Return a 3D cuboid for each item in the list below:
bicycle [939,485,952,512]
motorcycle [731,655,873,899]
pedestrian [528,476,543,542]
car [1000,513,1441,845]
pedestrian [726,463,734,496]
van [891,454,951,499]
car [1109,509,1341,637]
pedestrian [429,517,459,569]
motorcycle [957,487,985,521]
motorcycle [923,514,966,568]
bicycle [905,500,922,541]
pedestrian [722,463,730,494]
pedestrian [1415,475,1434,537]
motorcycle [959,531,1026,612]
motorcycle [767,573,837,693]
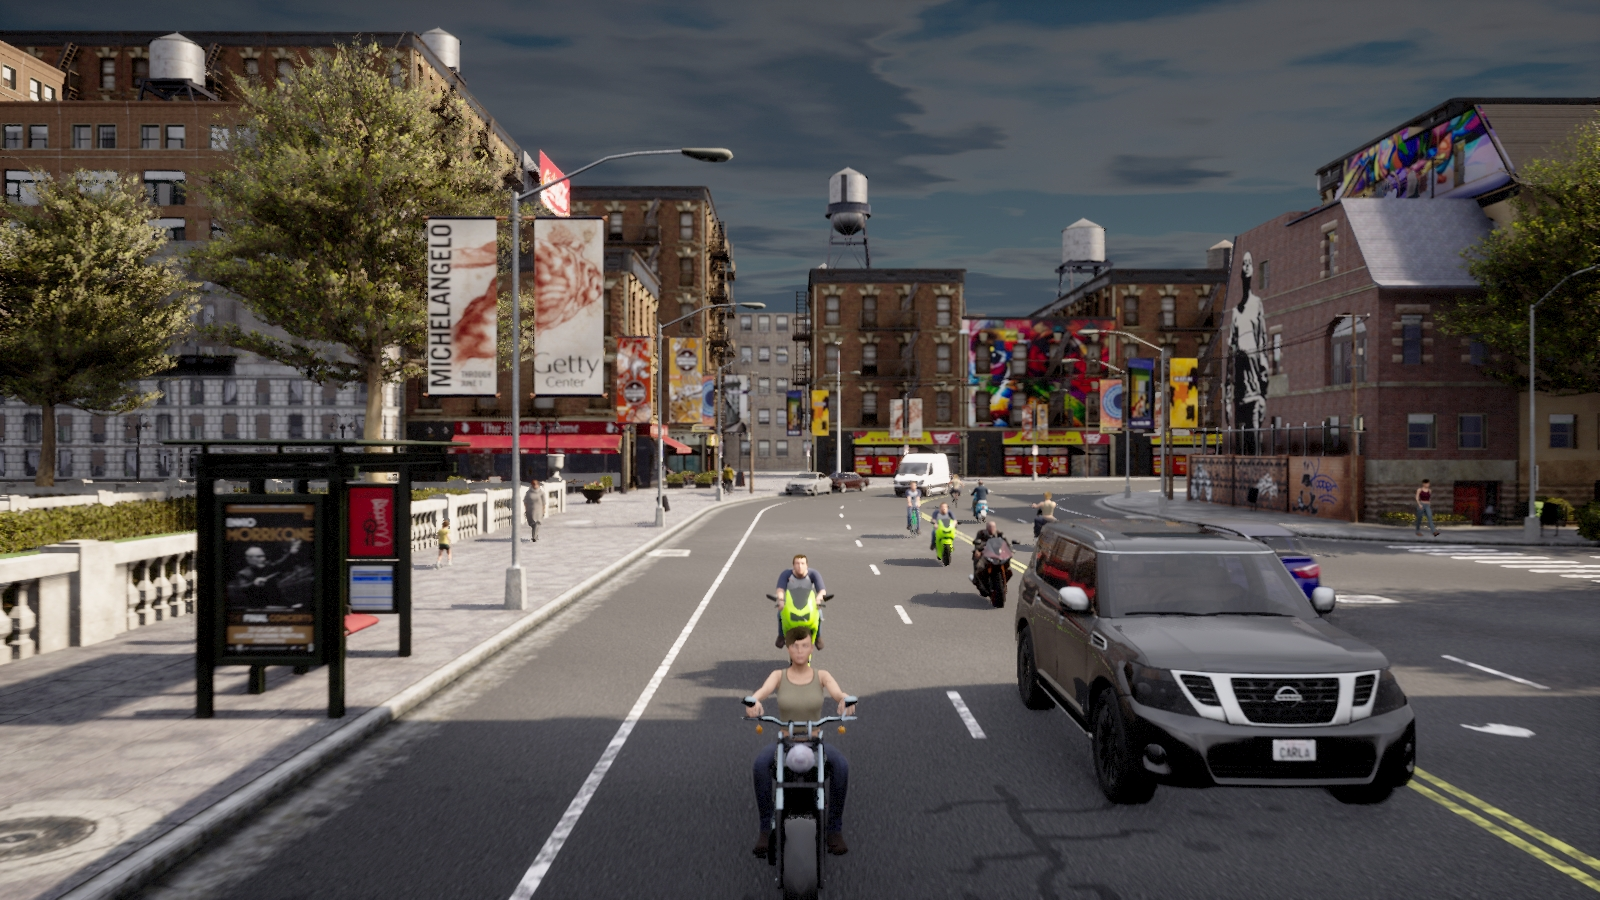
[{"bbox_3d":[6.614,2.193,51.982,0.373,1.196,1.643,0,0,0],"label":"bicycle"},{"bbox_3d":[0.010,2.168,7.331,0.764,1.277,2.356,0,0,0],"label":"motorcycle"},{"bbox_3d":[-7.575,1.688,32.739,0.375,1.860,0.375,0,0,-4],"label":"pedestrian"},{"bbox_3d":[3.473,1.777,10.884,2.150,2.045,5.566,0,0,0],"label":"car"},{"bbox_3d":[-4.015,1.680,65.386,0.375,1.860,0.375,0,0,5],"label":"pedestrian"},{"bbox_3d":[7.305,1.518,68.602,1.988,2.561,5.915,0,0,22],"label":"van"},{"bbox_3d":[7.003,1.963,19.465,2.242,1.667,4.611,0,0,0],"label":"car"},{"bbox_3d":[-7.938,2.070,25.488,0.500,1.100,0.500,0,0,6],"label":"pedestrian"},{"bbox_3d":[6.921,2.158,46.328,0.764,1.277,2.356,0,0,0],"label":"motorcycle"},{"bbox_3d":[3.528,2.206,27.985,0.803,1.145,2.033,0,0,0],"label":"motorcycle"},{"bbox_3d":[3.565,2.197,35.897,0.373,1.196,1.643,0,0,0],"label":"bicycle"},{"bbox_3d":[-4.419,1.681,68.210,0.375,1.860,0.375,0,0,17],"label":"pedestrian"},{"bbox_3d":[18.830,1.687,34.456,0.375,1.860,0.375,0,0,-2],"label":"pedestrian"},{"bbox_3d":[3.507,2.200,20.990,0.867,1.251,2.209,0,0,0],"label":"motorcycle"},{"bbox_3d":[0.022,2.209,14.126,0.803,1.145,2.033,0,0,0],"label":"motorcycle"}]
